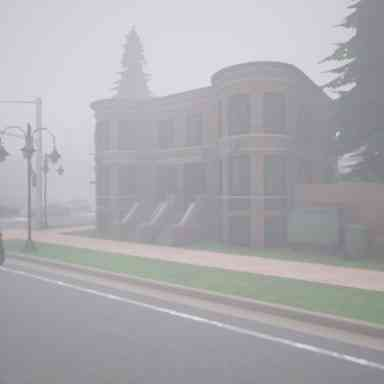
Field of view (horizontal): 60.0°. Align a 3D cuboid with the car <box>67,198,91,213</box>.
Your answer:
[{"bbox_3d":[-14.107,1.608,38.961,2.097,1.767,4.553,-1,0,33],"label":"car"}]

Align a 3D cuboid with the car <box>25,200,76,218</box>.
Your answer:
[{"bbox_3d":[-14.080,1.792,32.722,1.994,1.385,4.181,-1,0,34],"label":"car"}]

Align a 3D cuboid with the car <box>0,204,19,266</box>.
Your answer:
[{"bbox_3d":[-7.370,1.308,9.242,5.566,2.045,2.150,0,0,36],"label":"car"}]
